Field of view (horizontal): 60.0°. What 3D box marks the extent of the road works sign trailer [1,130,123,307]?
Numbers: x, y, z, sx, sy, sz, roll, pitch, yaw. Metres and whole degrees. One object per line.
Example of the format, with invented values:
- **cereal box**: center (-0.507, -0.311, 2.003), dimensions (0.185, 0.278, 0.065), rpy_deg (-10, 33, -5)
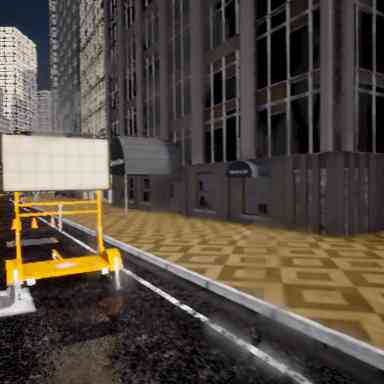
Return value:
- **road works sign trailer**: center (-3.224, 0.381, 8.085), dimensions (2.380, 3.560, 2.880), rpy_deg (-2, 1, -30)
